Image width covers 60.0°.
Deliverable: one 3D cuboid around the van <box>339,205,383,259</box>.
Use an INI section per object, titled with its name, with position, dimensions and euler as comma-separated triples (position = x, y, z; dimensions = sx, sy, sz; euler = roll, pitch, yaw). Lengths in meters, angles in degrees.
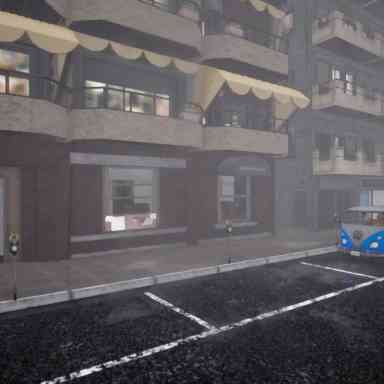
[van]
position = 6.659, 1.341, 11.304
dimensions = 3.998, 1.788, 1.690
euler = 0, 0, -35
